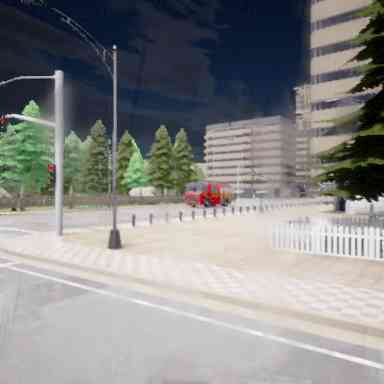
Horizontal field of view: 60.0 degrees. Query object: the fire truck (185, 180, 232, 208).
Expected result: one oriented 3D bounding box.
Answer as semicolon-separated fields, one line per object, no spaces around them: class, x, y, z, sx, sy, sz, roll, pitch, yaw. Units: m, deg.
fire truck;2.529;0.292;48.391;2.891;3.827;8.468;0;0;36
